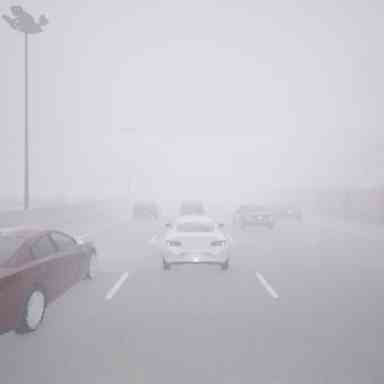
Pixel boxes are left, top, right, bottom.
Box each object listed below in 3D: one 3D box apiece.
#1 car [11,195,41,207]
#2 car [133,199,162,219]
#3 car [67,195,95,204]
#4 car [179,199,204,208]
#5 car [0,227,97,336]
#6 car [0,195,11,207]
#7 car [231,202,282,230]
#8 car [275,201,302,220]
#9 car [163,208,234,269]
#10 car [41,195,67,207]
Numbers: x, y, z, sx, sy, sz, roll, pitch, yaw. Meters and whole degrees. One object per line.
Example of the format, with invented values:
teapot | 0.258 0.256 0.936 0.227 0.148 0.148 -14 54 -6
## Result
car | -21.586 1.243 44.670 2.033 1.411 5.357 0 0 -1
car | -3.514 1.298 26.607 1.882 1.535 5.008 0 0 -1
car | -14.593 1.185 45.022 2.128 1.511 4.902 0 1 -1
car | -0.014 1.299 26.613 1.882 1.535 5.008 0 0 -1
car | -3.398 1.431 6.682 1.882 1.535 5.008 0 0 0
car | -25.083 1.186 44.604 2.128 1.511 4.902 0 0 -1
car | 3.578 1.413 20.142 2.033 1.411 5.357 0 0 0
car | 6.996 1.392 25.860 1.994 1.385 4.181 0 0 -1
car | 0.094 1.453 10.725 1.812 1.442 4.674 0 0 0
car | -18.090 1.198 44.862 1.837 1.490 4.892 0 1 -1
